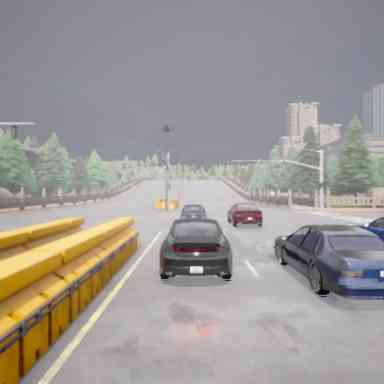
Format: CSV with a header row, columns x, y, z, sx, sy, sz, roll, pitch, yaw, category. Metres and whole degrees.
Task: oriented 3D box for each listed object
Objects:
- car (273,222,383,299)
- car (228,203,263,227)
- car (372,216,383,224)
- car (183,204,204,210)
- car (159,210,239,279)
x,y,z,sx,sy,sz,roll,pitch,yaw,category
3.600,1.554,8.627,2.033,1.411,5.357,0,0,0,car
3.602,1.495,23.197,1.882,1.535,5.008,0,0,0,car
7.100,1.486,11.110,1.882,1.535,5.008,0,0,0,car
0.101,1.566,23.013,2.033,1.411,5.357,0,0,0,car
0.101,1.514,10.008,1.837,1.490,4.892,0,0,0,car
